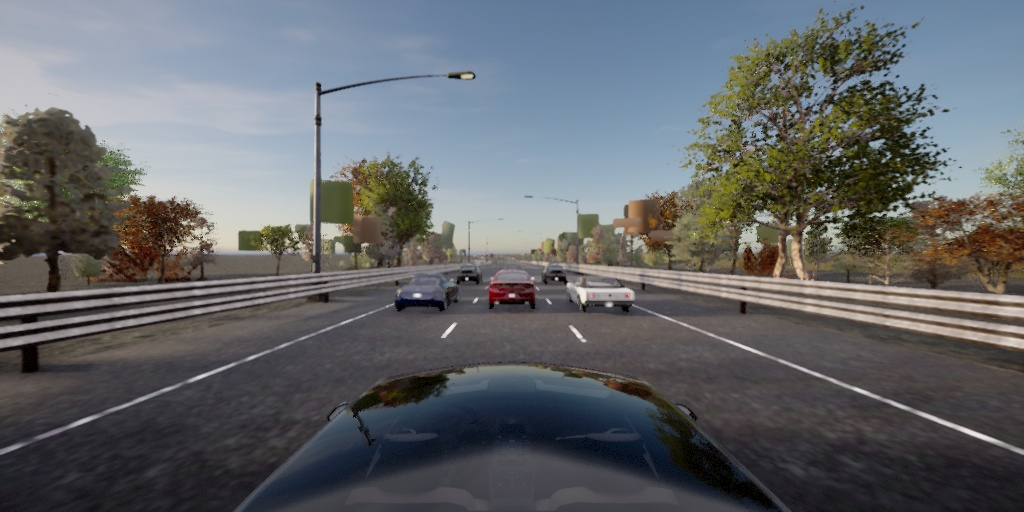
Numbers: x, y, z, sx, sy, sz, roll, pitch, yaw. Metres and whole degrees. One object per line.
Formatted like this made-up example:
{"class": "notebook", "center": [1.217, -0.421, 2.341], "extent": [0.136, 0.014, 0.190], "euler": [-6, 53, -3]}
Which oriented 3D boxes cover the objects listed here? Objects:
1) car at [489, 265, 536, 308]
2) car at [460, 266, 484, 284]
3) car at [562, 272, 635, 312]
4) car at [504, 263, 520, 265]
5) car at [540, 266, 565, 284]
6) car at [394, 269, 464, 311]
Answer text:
{"class": "car", "center": [0.019, 1.371, 16.098], "extent": [1.882, 1.535, 5.008], "euler": [0, 0, 0]}
{"class": "car", "center": [-3.500, 1.546, 30.341], "extent": [1.837, 1.490, 4.892], "euler": [0, 0, 1]}
{"class": "car", "center": [3.508, 1.485, 15.084], "extent": [1.895, 1.301, 4.718], "euler": [0, -1, 0]}
{"class": "car", "center": [-0.001, 1.389, 30.241], "extent": [2.097, 1.767, 4.553], "euler": [0, -1, 0]}
{"class": "car", "center": [3.499, 1.546, 30.341], "extent": [1.837, 1.490, 4.892], "euler": [0, 0, 1]}
{"class": "car", "center": [-3.488, 1.451, 15.344], "extent": [1.994, 1.385, 4.181], "euler": [0, 0, 1]}
